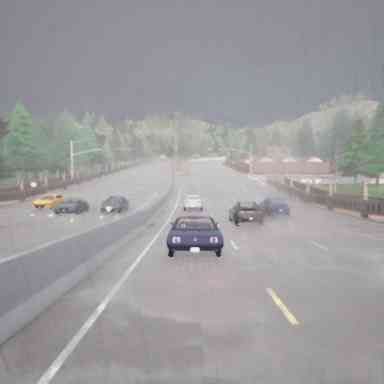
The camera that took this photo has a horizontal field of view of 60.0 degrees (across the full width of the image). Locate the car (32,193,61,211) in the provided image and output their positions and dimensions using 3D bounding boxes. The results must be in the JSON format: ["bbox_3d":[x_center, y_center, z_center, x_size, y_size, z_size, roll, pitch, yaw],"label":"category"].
[{"bbox_3d":[-14.041,0.930,33.112,1.882,1.535,5.008,0,4,1],"label":"car"}]

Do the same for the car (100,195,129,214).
[{"bbox_3d":[-6.976,1.107,30.340,2.128,1.511,4.902,0,3,0],"label":"car"}]

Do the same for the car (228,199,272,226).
[{"bbox_3d":[3.603,1.387,22.591,2.128,1.511,4.902,0,1,0],"label":"car"}]

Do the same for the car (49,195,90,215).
[{"bbox_3d":[-10.483,1.234,29.260,1.994,1.385,4.181,0,3,1],"label":"car"}]

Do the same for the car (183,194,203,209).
[{"bbox_3d":[0.102,0.952,33.581,1.812,1.442,4.674,0,4,0],"label":"car"}]

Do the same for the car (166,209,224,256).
[{"bbox_3d":[0.102,1.562,12.895,1.895,1.301,4.718,0,0,0],"label":"car"}]

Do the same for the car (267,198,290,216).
[{"bbox_3d":[7.103,1.218,28.830,1.812,1.442,4.674,0,3,0],"label":"car"}]
